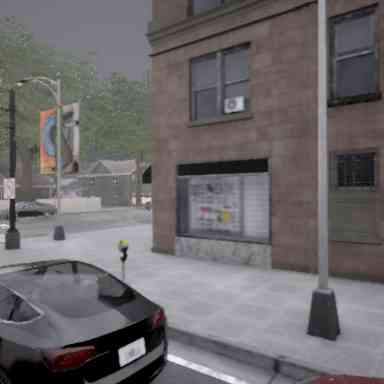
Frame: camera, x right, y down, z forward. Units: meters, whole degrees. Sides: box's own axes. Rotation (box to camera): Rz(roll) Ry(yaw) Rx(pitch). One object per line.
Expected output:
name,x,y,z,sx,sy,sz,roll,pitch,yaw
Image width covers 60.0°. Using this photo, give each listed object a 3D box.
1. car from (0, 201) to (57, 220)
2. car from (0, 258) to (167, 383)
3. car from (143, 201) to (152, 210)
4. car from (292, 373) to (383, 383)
car,-13.818,1.547,27.795,2.128,1.511,4.902,0,0,36
car,-2.269,1.590,4.429,4.313,1.339,1.947,0,0,36
car,-4.082,1.526,41.421,1.994,1.385,4.181,0,0,36
car,2.223,1.575,1.224,4.206,1.307,1.802,0,0,36
